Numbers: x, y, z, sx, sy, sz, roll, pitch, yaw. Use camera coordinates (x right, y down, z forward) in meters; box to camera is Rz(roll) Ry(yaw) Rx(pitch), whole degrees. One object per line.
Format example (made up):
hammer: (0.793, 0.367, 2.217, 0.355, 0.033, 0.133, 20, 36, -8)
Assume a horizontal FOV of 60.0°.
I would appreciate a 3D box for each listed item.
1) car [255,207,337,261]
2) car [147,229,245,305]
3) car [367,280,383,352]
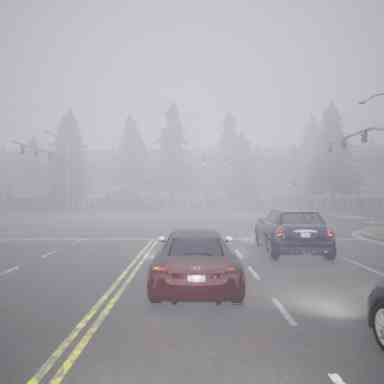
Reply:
car: (3.689, 1.389, 12.641, 2.097, 1.767, 4.553, 0, 0, 3)
car: (0.082, 1.589, 8.209, 1.994, 1.385, 4.181, 0, 0, 0)
car: (3.593, 1.515, 3.162, 1.837, 1.490, 4.892, 0, 0, 0)
